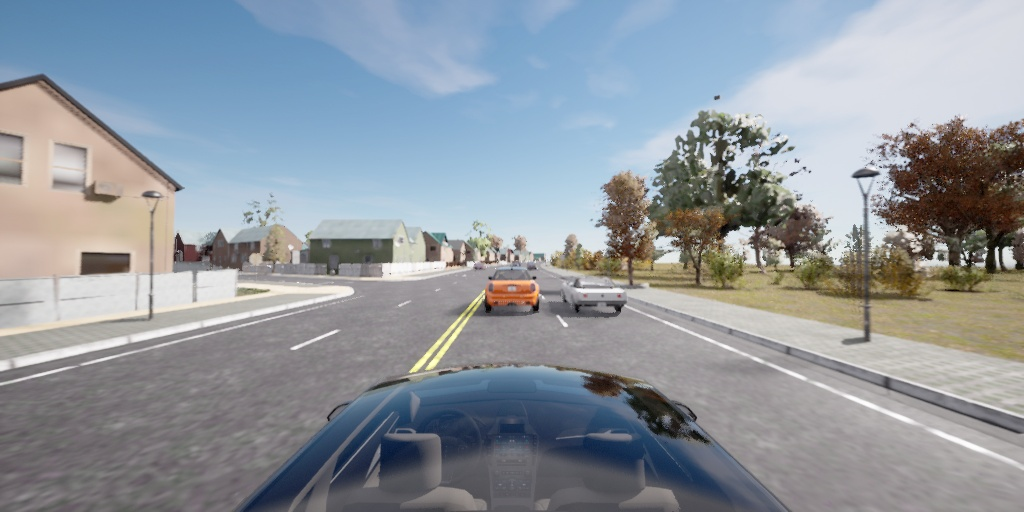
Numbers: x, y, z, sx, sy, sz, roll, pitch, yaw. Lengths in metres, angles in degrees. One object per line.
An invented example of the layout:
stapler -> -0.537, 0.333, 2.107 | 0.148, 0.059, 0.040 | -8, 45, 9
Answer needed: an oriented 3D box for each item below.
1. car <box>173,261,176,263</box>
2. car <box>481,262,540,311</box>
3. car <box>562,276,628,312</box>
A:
car -> -42.897, 1.406, 44.663 | 4.553, 1.767, 2.097 | 0, -2, 31
car -> 0.015, 1.251, 15.331 | 2.097, 1.767, 4.553 | 0, -1, 0
car -> 3.260, 1.499, 15.156 | 1.895, 1.301, 4.718 | 0, -1, 0
